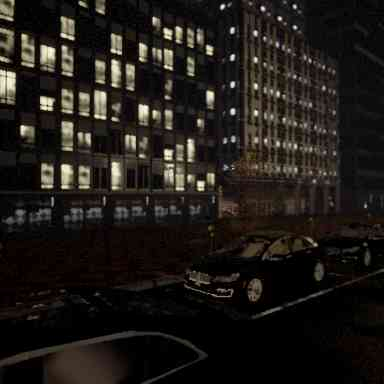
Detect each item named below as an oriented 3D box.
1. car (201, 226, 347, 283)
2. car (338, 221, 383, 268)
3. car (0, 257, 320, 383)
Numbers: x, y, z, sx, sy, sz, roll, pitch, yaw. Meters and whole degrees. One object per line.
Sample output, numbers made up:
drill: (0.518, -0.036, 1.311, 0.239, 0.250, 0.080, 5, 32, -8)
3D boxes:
car: (1.789, 1.693, 8.356, 4.403, 1.369, 2.008, 1, -1, -40)
car: (6.002, 1.744, 11.929, 4.403, 1.369, 2.008, 1, -1, -40)
car: (-1.482, 1.536, 2.052, 4.902, 1.511, 2.128, 1, -1, -40)
